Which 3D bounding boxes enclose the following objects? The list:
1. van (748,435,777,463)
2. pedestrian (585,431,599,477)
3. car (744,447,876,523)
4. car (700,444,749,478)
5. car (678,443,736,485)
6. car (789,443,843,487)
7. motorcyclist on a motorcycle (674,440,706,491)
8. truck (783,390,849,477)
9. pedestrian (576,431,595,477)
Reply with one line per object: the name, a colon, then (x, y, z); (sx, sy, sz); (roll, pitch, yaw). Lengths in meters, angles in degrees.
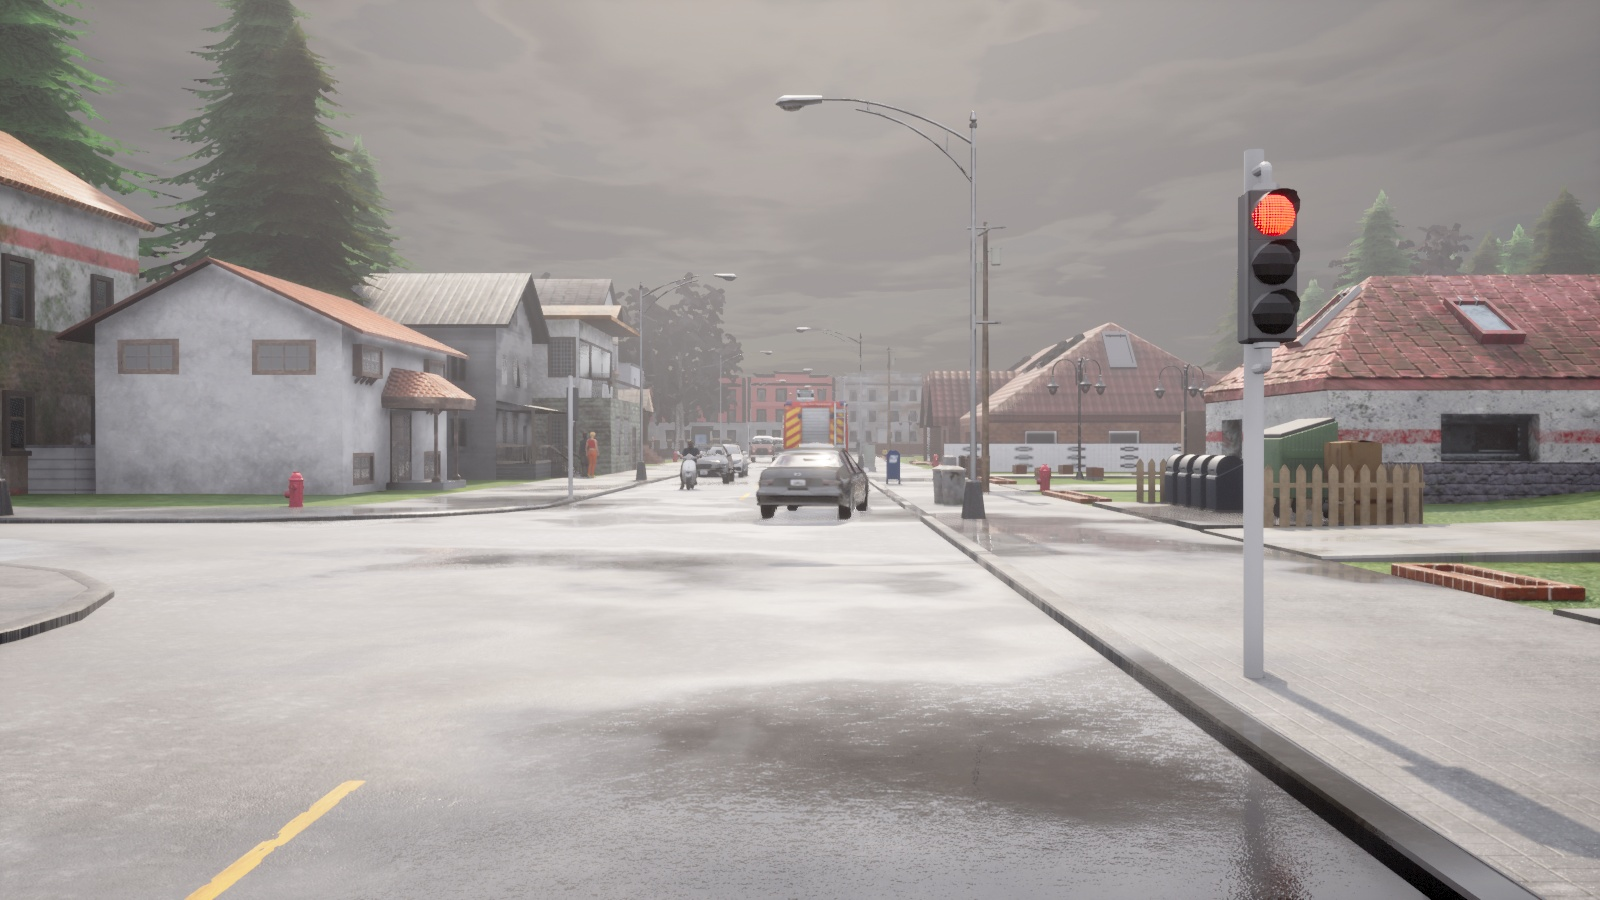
van: (-2.818, -0.073, 95.731); (2.069, 2.038, 4.480); (0, 0, 1)
pedestrian: (-8.332, 0.165, 50.304); (0.345, 1.836, 0.594); (0, 0, 18)
car: (0.344, 0.646, 26.301); (2.033, 1.411, 5.357); (0, 0, 8)
car: (-3.314, 0.455, 55.688); (1.812, 1.442, 4.674); (0, 0, 1)
car: (-3.419, 0.492, 46.936); (1.816, 1.474, 4.193); (0, 0, 1)
car: (0.561, 0.497, 45.167); (1.837, 1.490, 4.892); (0, 0, 1)
motorcyclist on a motorcycle: (-3.507, 0.470, 40.226); (0.866, 1.590, 1.817); (0, 0, 1)
truck: (0.732, -0.752, 59.198); (2.891, 3.827, 8.468); (0, 0, 1)
pedestrian: (-8.693, 0.162, 50.903); (0.370, 1.835, 0.726); (0, 0, 35)
